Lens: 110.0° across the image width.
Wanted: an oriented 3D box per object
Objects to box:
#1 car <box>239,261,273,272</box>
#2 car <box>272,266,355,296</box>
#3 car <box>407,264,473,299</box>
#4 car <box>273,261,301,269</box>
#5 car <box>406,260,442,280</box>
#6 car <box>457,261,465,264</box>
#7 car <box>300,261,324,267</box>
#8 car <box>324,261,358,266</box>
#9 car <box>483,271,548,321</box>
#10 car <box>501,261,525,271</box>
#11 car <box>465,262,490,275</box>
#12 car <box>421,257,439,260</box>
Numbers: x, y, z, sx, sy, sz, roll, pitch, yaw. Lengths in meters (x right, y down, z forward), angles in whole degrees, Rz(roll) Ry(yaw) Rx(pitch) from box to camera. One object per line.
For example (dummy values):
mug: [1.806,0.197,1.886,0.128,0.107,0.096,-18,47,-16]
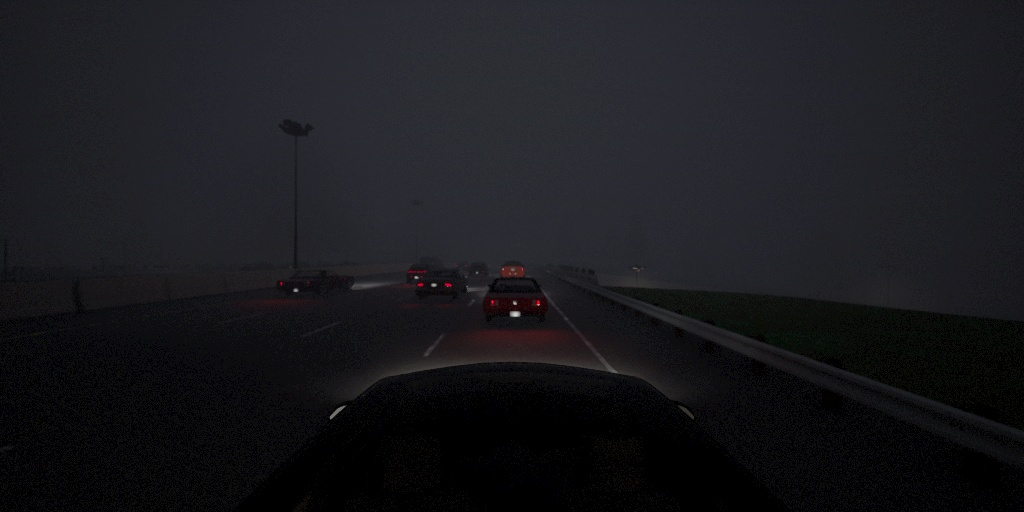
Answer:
car: [-31.586,1.403,44.623,1.812,1.442,4.674,0,0,0]
car: [-10.476,1.387,19.612,1.895,1.301,4.718,0,0,0]
car: [-3.405,1.337,18.170,2.033,1.411,5.357,0,0,0]
car: [-28.079,1.377,46.503,1.882,1.535,5.008,0,-1,0]
car: [-6.906,1.317,28.294,1.837,1.490,4.892,0,0,0]
car: [-6.912,1.494,50.511,1.812,1.442,4.674,0,-1,0]
car: [-24.581,1.451,46.538,2.033,1.411,5.357,0,-1,0]
car: [-21.093,1.385,45.321,2.128,1.511,4.902,0,0,0]
car: [0.097,1.380,12.489,1.895,1.301,4.718,0,0,0]
car: [0.084,1.180,31.833,2.097,1.767,4.553,0,0,0]
car: [-3.410,1.356,37.596,1.837,1.490,4.892,0,0,0]
car: [-10.411,1.132,46.174,2.150,2.045,5.566,0,-1,0]
